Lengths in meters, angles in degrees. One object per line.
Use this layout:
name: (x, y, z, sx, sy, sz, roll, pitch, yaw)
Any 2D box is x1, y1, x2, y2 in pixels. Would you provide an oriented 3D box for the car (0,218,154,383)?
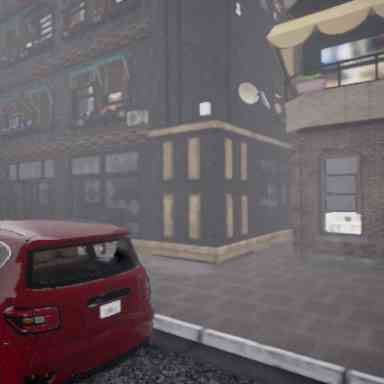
car: (-2.803, 1.312, 4.889, 5.009, 1.841, 2.192, 0, -1, 36)
